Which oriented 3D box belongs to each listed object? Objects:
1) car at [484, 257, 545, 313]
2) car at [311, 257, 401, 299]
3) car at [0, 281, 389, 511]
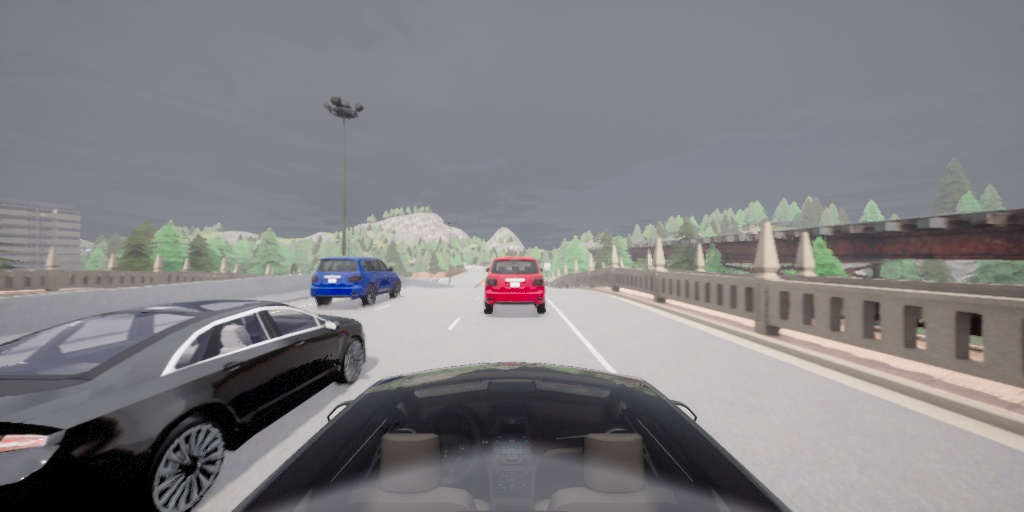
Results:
[{"bbox_3d":[0.100,1.059,14.498,2.150,2.045,5.566,0,0,0],"label":"car"},{"bbox_3d":[-6.899,1.086,16.432,2.150,2.045,5.566,0,-1,0],"label":"car"},{"bbox_3d":[-3.399,1.258,4.194,2.128,1.511,4.902,0,0,0],"label":"car"}]
